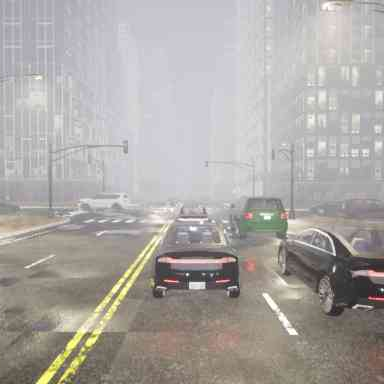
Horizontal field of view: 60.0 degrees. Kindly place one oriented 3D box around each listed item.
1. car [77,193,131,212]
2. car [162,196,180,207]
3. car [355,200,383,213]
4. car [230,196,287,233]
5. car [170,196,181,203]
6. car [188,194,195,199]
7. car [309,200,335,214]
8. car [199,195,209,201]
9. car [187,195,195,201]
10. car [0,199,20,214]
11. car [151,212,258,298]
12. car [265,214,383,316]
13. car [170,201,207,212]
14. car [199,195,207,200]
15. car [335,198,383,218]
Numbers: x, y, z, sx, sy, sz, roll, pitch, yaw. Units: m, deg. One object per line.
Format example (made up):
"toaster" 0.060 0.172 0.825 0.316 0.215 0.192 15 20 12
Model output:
"car" -9.498 1.102 36.192 5.566 2.045 2.150 1 1 1
"car" -3.481 1.453 51.349 2.128 1.511 4.902 0 0 0
"car" 21.705 1.641 38.377 4.829 1.417 1.752 1 0 1
"car" 3.303 1.212 17.304 2.150 2.045 5.566 0 0 0
"car" -3.442 1.490 70.586 1.994 1.385 4.181 0 0 0
"car" -0.247 1.333 91.270 1.895 1.301 4.718 0 0 0
"car" 15.155 1.601 35.906 4.892 1.490 1.837 0 1 2
"car" 3.034 1.477 79.947 1.994 1.385 4.181 0 0 0
"car" -0.218 1.454 80.822 2.033 1.411 5.357 0 0 0
"car" -19.483 1.406 33.154 4.181 1.385 1.994 1 1 1
"car" 0.077 1.487 8.472 2.128 1.511 4.902 0 0 0
"car" 3.327 1.488 7.462 2.128 1.511 4.902 0 0 0
"car" 0.051 1.482 17.656 2.128 1.511 4.902 0 0 0
"car" 3.004 1.501 91.277 1.895 1.301 4.718 0 0 0
"car" 16.119 1.518 30.076 5.009 1.841 2.192 1 0 1
